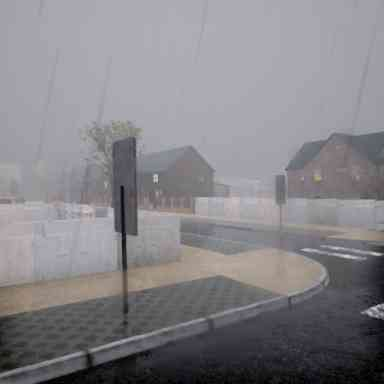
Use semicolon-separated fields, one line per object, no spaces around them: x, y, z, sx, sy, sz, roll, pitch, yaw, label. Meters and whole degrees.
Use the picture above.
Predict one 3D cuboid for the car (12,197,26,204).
-42.685;2.035;82.670;1.882;1.535;5.008;-2;0;-34;car
